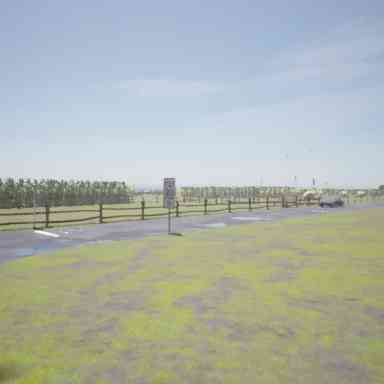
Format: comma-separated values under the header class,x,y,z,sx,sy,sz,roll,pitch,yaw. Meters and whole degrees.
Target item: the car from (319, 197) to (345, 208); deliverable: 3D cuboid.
class,x,y,z,sx,sy,sz,roll,pitch,yaw
car,19.840,1.410,47.015,2.033,1.411,5.357,1,1,44
